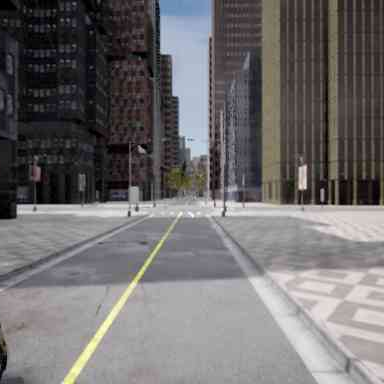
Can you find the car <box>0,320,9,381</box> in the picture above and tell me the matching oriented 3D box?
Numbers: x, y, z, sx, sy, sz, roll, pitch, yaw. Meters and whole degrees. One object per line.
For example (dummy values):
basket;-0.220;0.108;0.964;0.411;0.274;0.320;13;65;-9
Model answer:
car;-3.098;1.587;2.117;1.994;1.385;4.181;0;-1;0
